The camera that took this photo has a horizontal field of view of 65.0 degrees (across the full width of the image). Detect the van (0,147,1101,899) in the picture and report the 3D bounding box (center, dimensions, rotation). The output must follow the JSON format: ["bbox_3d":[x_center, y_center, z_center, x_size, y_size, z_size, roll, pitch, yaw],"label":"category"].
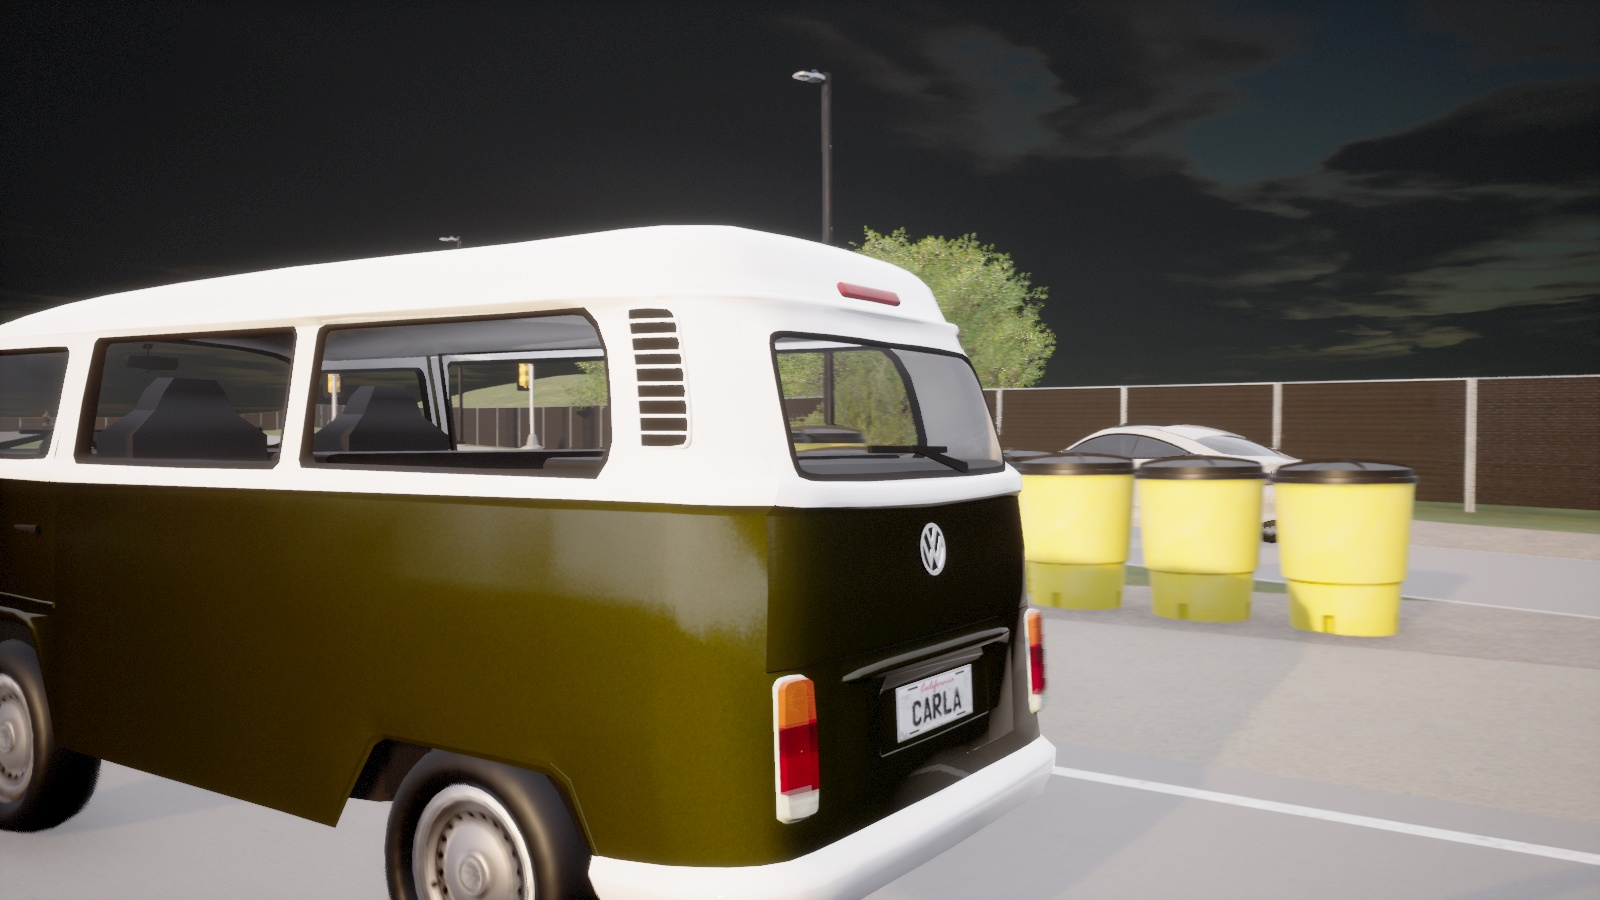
[{"bbox_3d":[-1.439,0.407,4.574,4.480,2.038,2.069,0,1,34],"label":"van"}]

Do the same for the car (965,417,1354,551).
[{"bbox_3d":[4.379,0.319,16.039,1.812,1.442,4.674,-2,2,-35],"label":"car"}]
